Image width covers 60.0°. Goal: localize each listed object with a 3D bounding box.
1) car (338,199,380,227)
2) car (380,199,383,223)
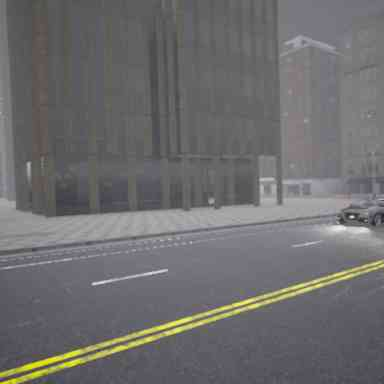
[{"bbox_3d":[10.065,1.084,18.736,4.181,1.385,1.994,-2,1,-35],"label":"car"},{"bbox_3d":[11.048,1.026,15.450,5.008,1.535,1.882,-2,1,-35],"label":"car"}]
